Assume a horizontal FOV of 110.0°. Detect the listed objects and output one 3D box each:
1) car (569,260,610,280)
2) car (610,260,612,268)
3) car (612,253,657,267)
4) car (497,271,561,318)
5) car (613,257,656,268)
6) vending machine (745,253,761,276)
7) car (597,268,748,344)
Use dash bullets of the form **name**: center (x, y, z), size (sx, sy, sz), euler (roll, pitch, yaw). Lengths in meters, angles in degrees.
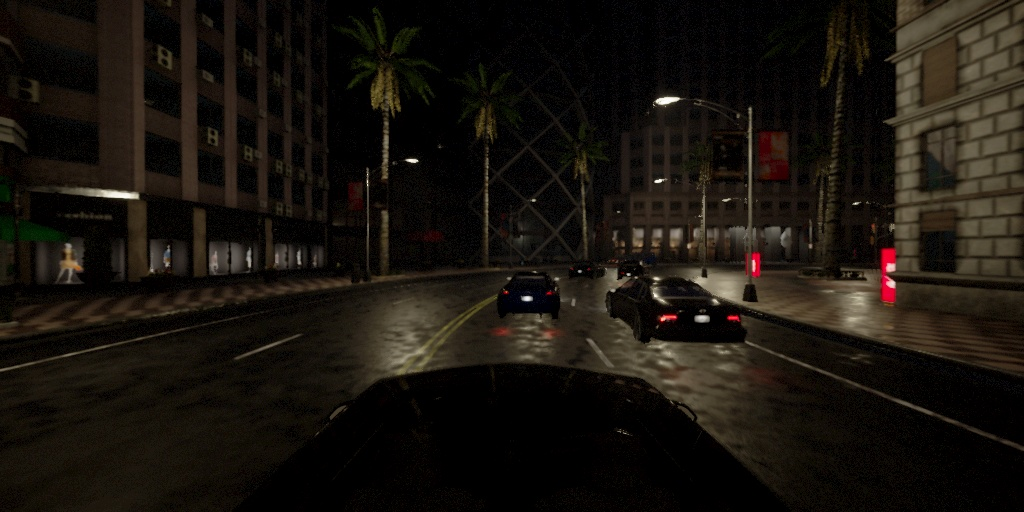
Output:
- **car**: center (6.001, 1.084, 28.330), size (1.994, 1.385, 4.181), euler (0, 1, 29)
- **car**: center (14.813, 0.703, 47.707), size (4.553, 1.767, 2.097), euler (0, 1, -30)
- **car**: center (15.388, 0.603, 44.141), size (5.566, 2.045, 2.150), euler (0, 0, -33)
- **car**: center (0.715, 1.220, 12.639), size (1.994, 1.385, 4.181), euler (0, 1, 8)
- **car**: center (9.393, 1.033, 27.325), size (1.837, 1.490, 4.892), euler (0, 0, 30)
- **vending machine**: center (19.510, 0.708, 29.090), size (1.100, 2.100, 0.880), euler (0, 0, 44)
- **car**: center (3.817, 1.231, 9.401), size (2.033, 1.411, 5.357), euler (0, 1, 4)
